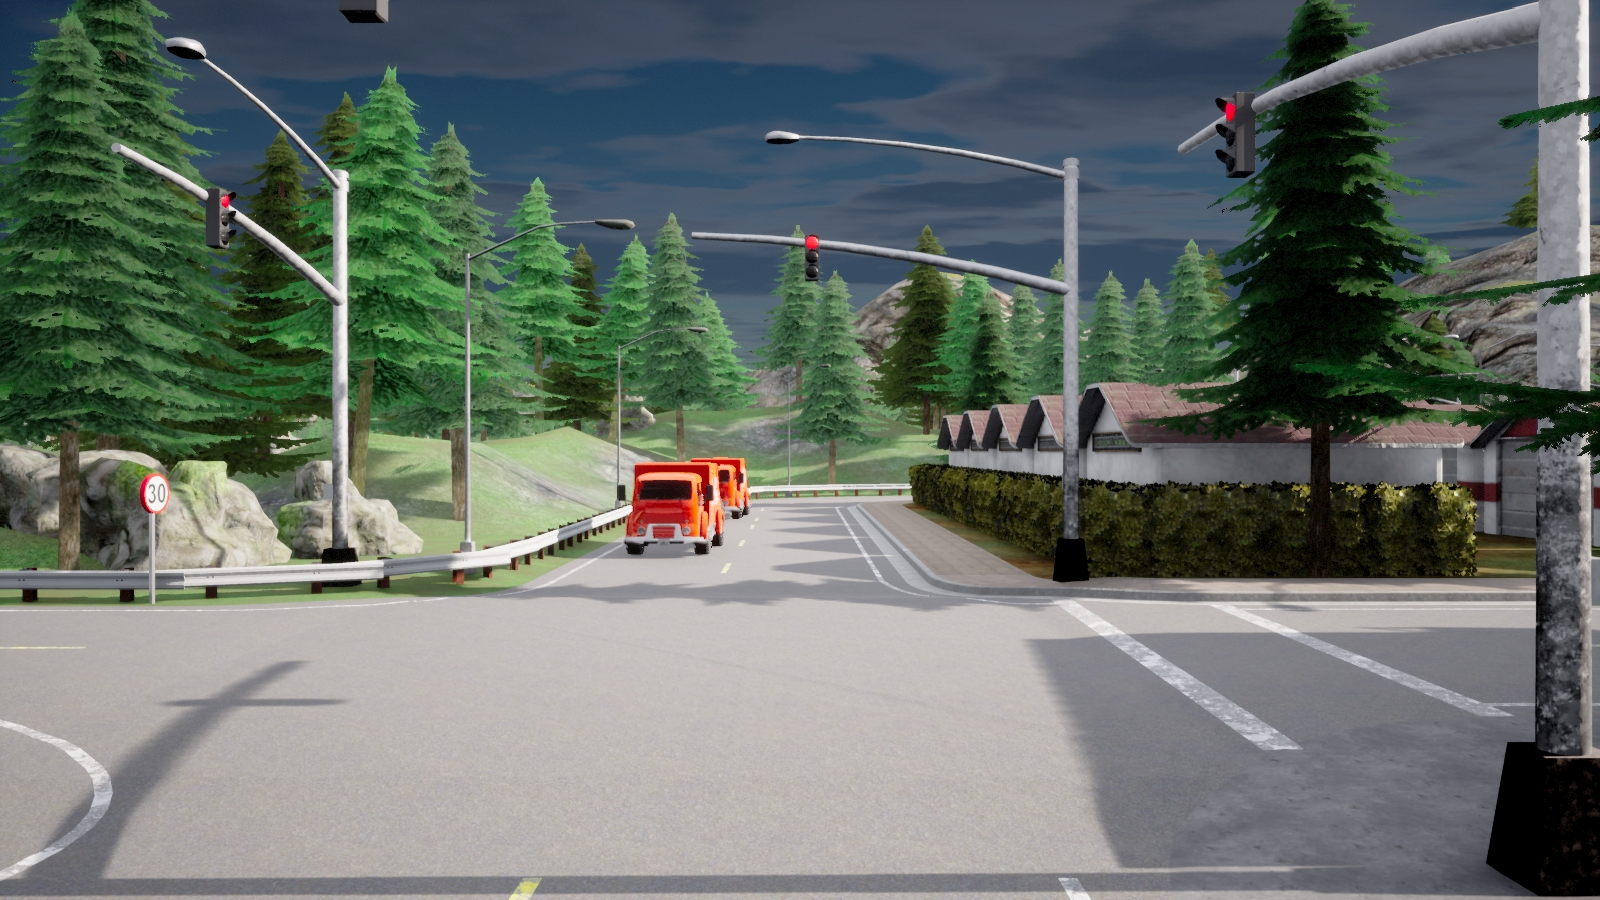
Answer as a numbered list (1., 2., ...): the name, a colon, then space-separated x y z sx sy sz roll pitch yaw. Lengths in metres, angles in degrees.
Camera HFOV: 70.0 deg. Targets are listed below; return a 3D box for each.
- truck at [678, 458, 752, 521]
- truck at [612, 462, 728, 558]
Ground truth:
1. truck: -3.454 1.570 47.427 2.627 2.467 5.204 0 -1 1
2. truck: -3.497 1.571 31.856 2.627 2.467 5.204 0 -1 0
